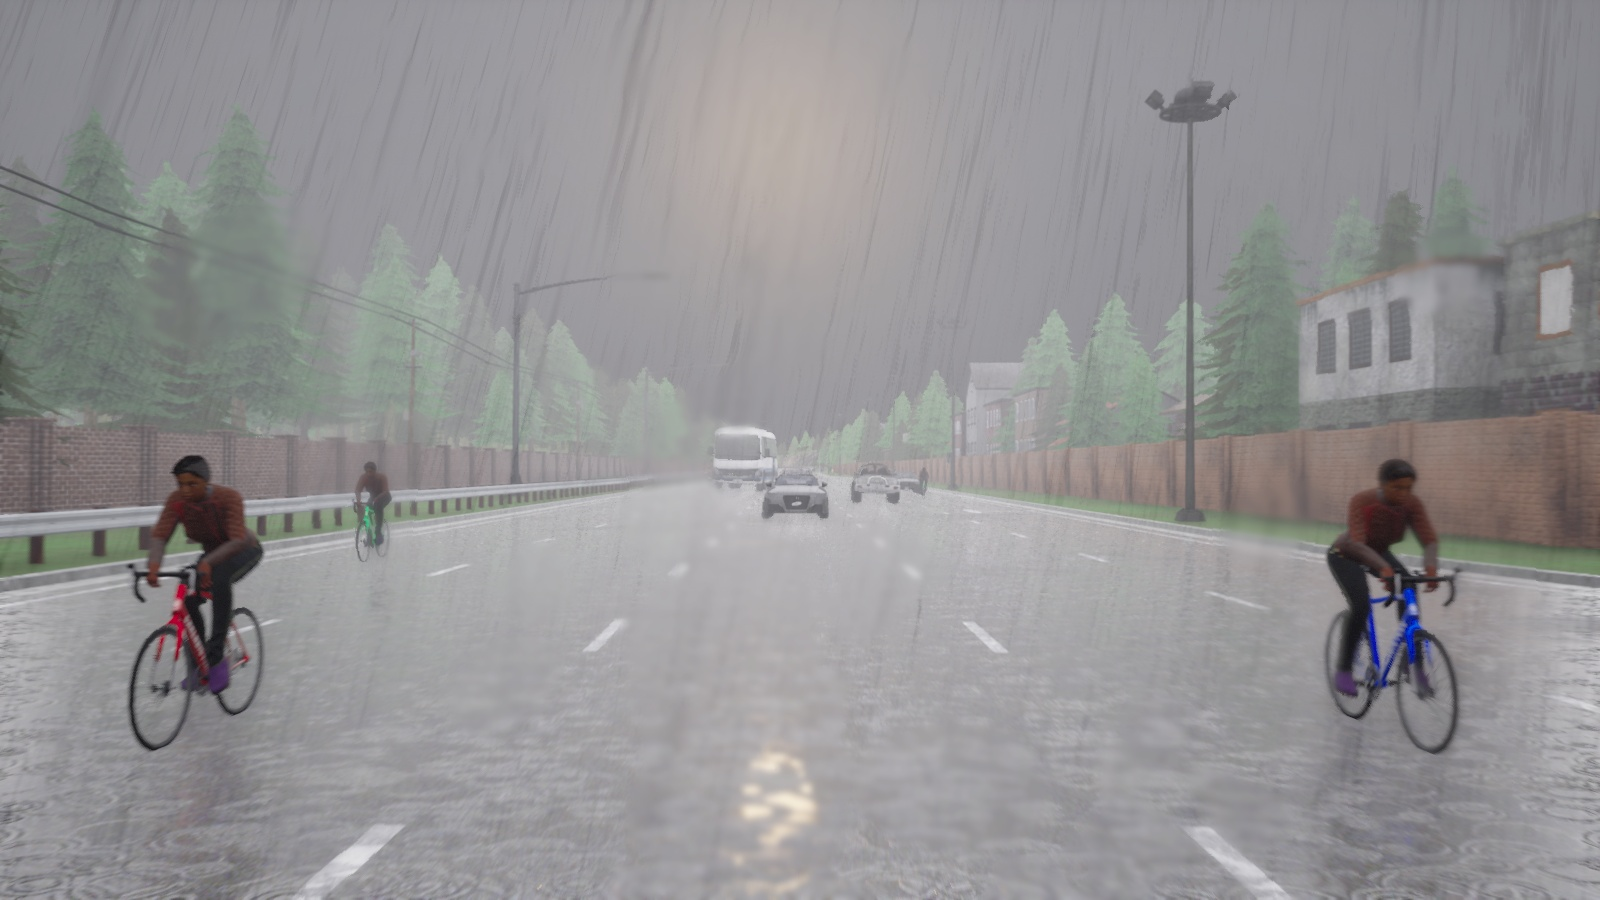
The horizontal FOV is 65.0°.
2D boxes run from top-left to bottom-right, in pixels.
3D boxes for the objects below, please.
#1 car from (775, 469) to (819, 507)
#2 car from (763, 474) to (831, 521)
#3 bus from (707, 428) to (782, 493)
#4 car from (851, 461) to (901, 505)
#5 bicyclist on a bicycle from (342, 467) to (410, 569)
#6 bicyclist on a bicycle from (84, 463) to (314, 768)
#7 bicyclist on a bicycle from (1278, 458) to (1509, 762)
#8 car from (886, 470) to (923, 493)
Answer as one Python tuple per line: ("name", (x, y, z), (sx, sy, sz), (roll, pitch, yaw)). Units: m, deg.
("car", (-0.127, 1.578, 53.070), (1.789, 1.549, 3.705), (0, -1, 0))
("car", (-0.094, 1.461, 39.455), (1.994, 1.385, 4.181), (0, -1, 0))
("bus", (-3.742, 0.756, 88.022), (3.944, 4.253, 10.273), (0, -1, 5))
("car", (3.365, 1.448, 56.164), (1.932, 1.855, 4.605), (0, -1, 0))
("bicyclist on a bicycle", (-7.050, 1.103, 20.936), (0.582, 1.620, 1.656), (0, -1, 0))
("bicyclist on a bicycle", (-3.518, 0.890, 7.513), (0.582, 1.620, 1.656), (0, -1, 0))
("bicyclist on a bicycle", (3.482, 0.862, 7.530), (0.582, 1.620, 1.656), (0, -1, 0))
("car", (6.796, 2.047, 81.954), (2.033, 1.411, 5.357), (0, -1, 1))
